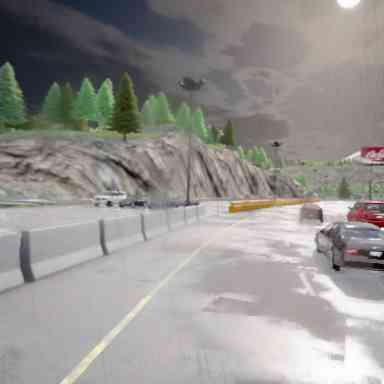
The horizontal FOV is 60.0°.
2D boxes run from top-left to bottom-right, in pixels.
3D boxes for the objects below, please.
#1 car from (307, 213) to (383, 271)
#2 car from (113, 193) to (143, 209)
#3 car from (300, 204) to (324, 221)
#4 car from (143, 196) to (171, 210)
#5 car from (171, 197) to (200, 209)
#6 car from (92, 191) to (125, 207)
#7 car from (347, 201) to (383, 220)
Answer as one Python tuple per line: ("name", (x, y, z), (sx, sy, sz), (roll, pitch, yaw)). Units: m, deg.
("car", (5.471, 1.724, 11.402), (2.033, 1.411, 5.357), (2, 0, 12))
("car", (-7.402, 1.273, 41.877), (1.837, 1.490, 4.892), (2, 0, 21))
("car", (10.854, 1.829, 30.226), (1.882, 1.535, 5.008), (2, 0, 19))
("car", (-3.715, 1.302, 41.736), (2.097, 1.767, 4.553), (2, 0, 22))
("car", (-0.470, 1.318, 40.421), (1.812, 1.442, 4.674), (2, 0, 22))
("car", (-10.587, 0.889, 43.328), (2.150, 2.045, 5.566), (2, 0, 21))
("car", (11.923, 1.606, 22.347), (2.150, 2.045, 5.566), (2, 0, 17))
